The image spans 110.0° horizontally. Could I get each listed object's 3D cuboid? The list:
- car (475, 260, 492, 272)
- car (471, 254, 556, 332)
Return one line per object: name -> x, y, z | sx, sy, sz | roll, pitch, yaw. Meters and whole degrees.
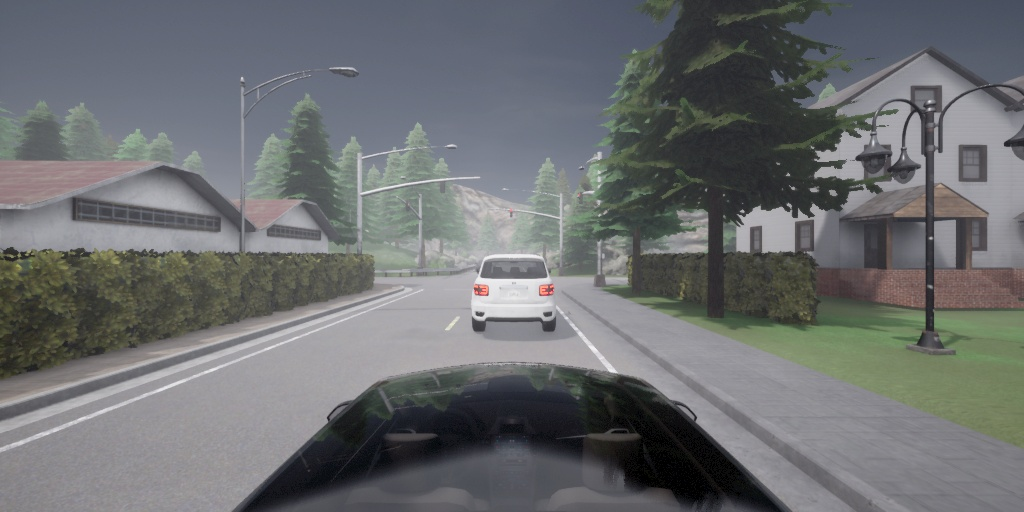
car -> -3.613, 1.255, 46.098 | 1.837, 1.490, 4.892 | 0, 0, 0
car -> 0.061, 0.971, 11.023 | 2.150, 2.045, 5.566 | 0, 0, 0
